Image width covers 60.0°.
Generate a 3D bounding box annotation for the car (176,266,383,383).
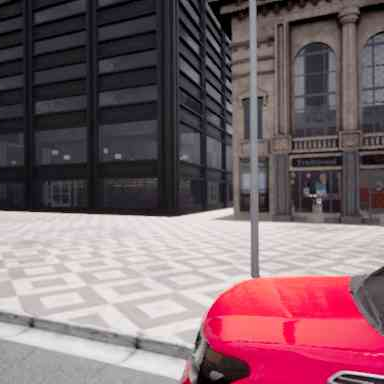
[{"bbox_3d":[2.643,1.231,2.239,5.566,2.045,2.150,0,0,21],"label":"car"}]
